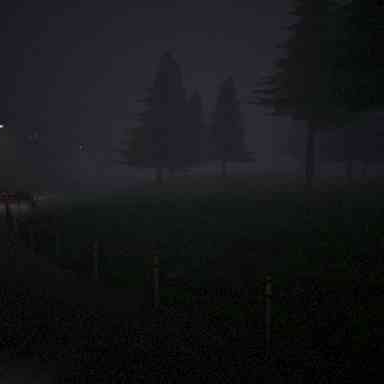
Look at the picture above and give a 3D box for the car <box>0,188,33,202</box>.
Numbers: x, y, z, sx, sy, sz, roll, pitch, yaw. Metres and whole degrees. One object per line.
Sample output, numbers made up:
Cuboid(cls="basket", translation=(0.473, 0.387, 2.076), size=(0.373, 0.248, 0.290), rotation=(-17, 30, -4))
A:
Cuboid(cls="car", translation=(-19.630, 0.269, 37.545), size=(2.128, 1.511, 4.902), rotation=(4, 3, -2))
